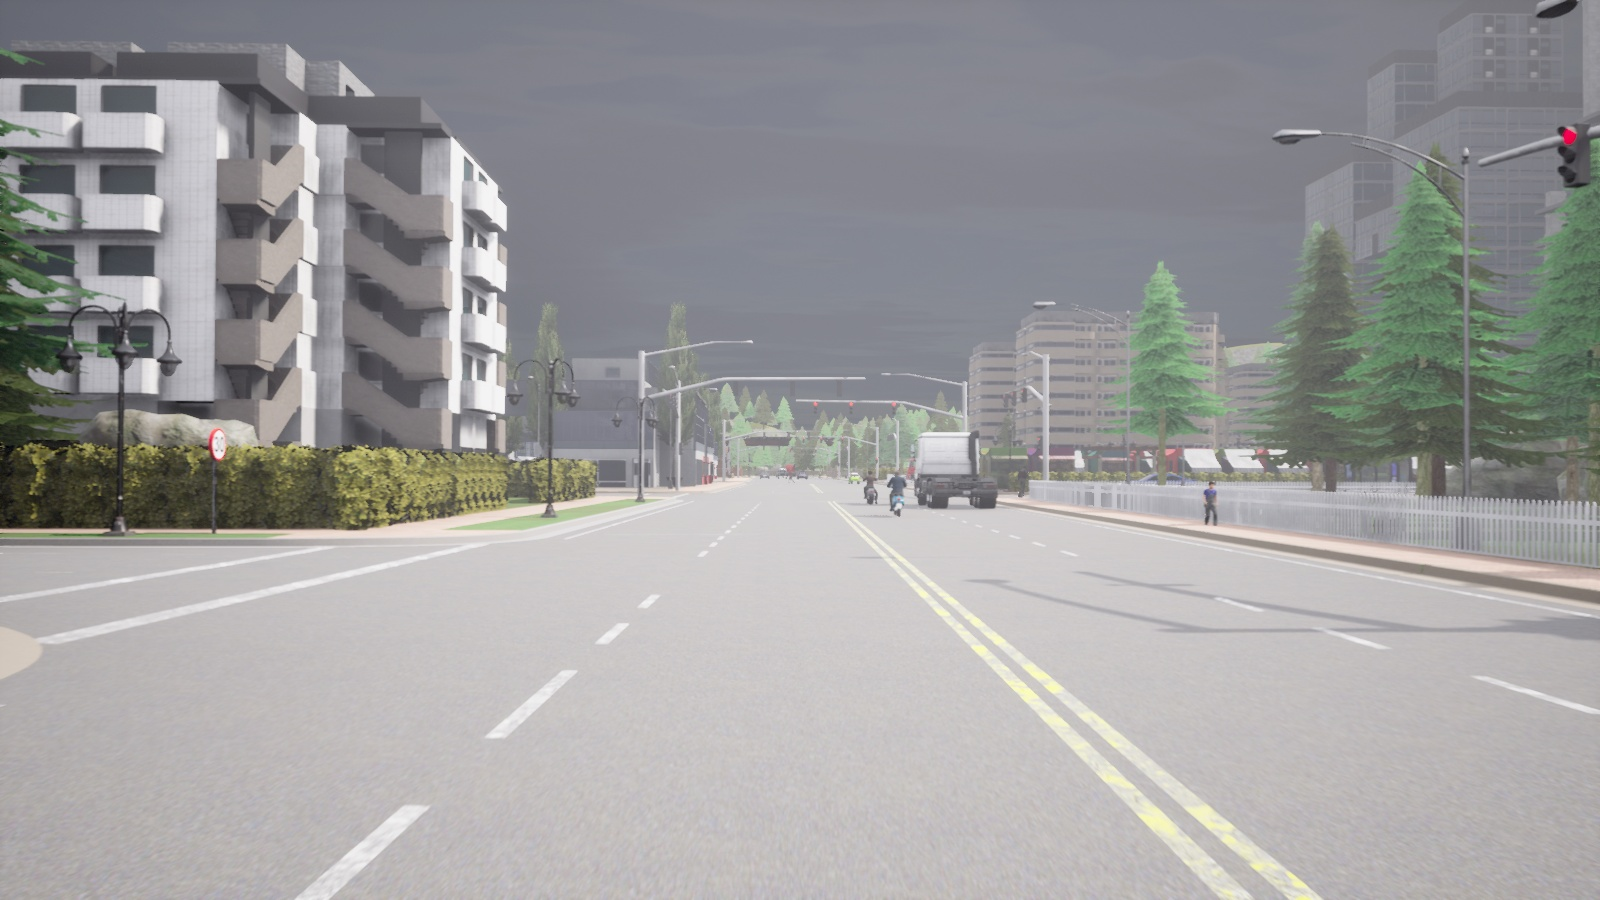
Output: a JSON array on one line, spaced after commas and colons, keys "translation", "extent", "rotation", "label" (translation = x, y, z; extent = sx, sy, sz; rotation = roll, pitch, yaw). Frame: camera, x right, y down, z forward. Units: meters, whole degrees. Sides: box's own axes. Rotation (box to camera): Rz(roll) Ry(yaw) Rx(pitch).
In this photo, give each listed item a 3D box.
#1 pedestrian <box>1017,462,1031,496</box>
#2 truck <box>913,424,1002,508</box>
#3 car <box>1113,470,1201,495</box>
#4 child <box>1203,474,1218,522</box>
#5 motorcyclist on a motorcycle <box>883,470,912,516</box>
[{"translation": [12.171, 1.570, 68.283], "extent": [0.720, 1.854, 0.376], "rotation": [1, -1, -38], "label": "pedestrian"}, {"translation": [6.869, 0.743, 55.914], "extent": [2.891, 3.462, 7.936], "rotation": [0, -1, 0], "label": "truck"}, {"translation": [22.635, 2.039, 79.710], "extent": [5.008, 1.535, 1.882], "rotation": [0, -1, -2], "label": "car"}, {"translation": [10.941, 1.271, 33.473], "extent": [0.270, 1.263, 0.437], "rotation": [0, -1, 0], "label": "child"}, {"translation": [3.393, 1.491, 43.882], "extent": [0.866, 1.590, 1.817], "rotation": [0, -1, 0], "label": "motorcyclist on a motorcycle"}]
